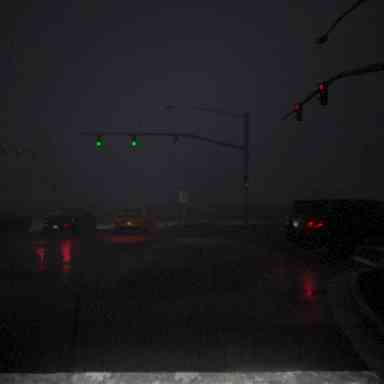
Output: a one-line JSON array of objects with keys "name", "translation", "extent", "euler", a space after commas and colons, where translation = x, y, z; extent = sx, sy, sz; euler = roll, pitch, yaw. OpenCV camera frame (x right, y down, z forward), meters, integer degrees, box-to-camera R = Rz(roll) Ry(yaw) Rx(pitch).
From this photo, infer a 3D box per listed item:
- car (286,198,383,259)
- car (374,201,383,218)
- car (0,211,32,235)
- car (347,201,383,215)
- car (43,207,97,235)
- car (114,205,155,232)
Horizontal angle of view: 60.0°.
[{"name": "car", "translation": [6.359, 1.266, 12.775], "extent": [5.566, 2.045, 2.150], "euler": [0, -2, -16]}, {"name": "car", "translation": [19.917, 1.633, 31.159], "extent": [4.674, 1.442, 1.812], "euler": [0, 0, 1]}, {"name": "car", "translation": [-10.399, 1.662, 17.614], "extent": [1.895, 1.301, 4.718], "euler": [0, 0, 0]}, {"name": "car", "translation": [18.753, 1.684, 34.670], "extent": [4.181, 1.385, 1.994], "euler": [0, 0, 0]}, {"name": "car", "translation": [-6.898, 1.592, 19.120], "extent": [1.812, 1.442, 4.674], "euler": [0, 0, 0]}, {"name": "car", "translation": [-3.397, 1.549, 20.477], "extent": [1.882, 1.535, 5.008], "euler": [0, 0, 0]}]
